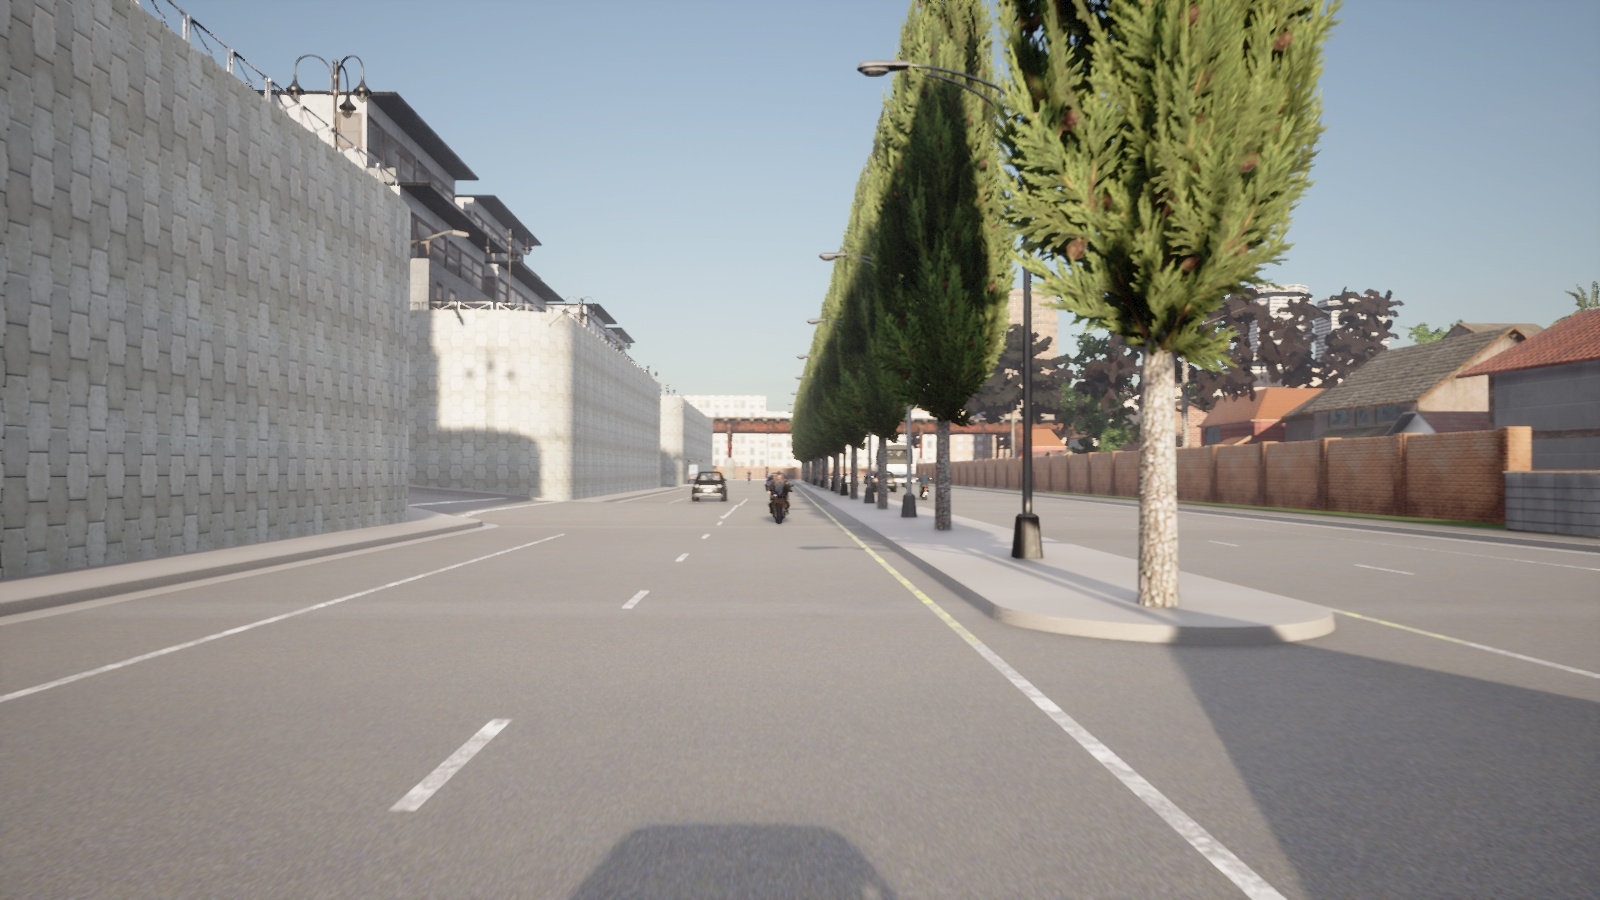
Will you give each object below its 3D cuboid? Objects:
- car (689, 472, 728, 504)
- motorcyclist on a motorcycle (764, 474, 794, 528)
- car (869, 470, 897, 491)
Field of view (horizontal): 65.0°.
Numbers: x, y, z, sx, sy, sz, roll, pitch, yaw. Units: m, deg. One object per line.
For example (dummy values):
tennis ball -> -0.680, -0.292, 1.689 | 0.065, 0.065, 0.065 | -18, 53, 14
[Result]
car -> -4.613, 1.904, 63.881 | 1.789, 1.549, 3.705 | 0, -1, -1
motorcyclist on a motorcycle -> -0.629, 1.492, 37.373 | 0.866, 1.530, 2.191 | 0, -1, -1
car -> 6.310, 2.317, 95.736 | 1.851, 1.617, 3.988 | 0, -1, -1
